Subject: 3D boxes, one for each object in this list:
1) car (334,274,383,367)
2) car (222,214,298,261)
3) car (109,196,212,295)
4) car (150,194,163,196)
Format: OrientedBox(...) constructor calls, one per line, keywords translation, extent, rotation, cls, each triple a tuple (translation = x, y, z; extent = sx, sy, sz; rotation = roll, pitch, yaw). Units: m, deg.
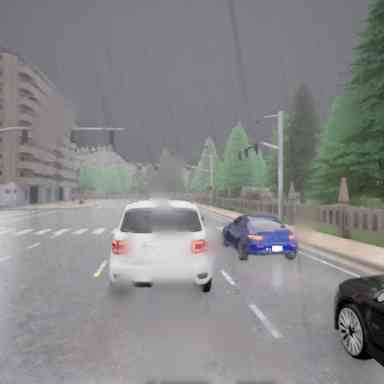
OrientedBox(translation=(3.123, 1.496, 3.105), extent=(2.128, 1.511, 4.902), rotation=(0, 0, -3), cls="car")
OrientedBox(translation=(2.350, 1.544, 12.333), extent=(1.812, 1.442, 4.674), rotation=(0, 0, -6), cls="car")
OrientedBox(translation=(-0.796, 1.236, 8.975), extent=(2.150, 2.045, 5.566), rotation=(0, 0, -5), cls="car")
OrientedBox(translation=(-4.692, 1.290, 44.201), extent=(2.150, 2.045, 5.566), rotation=(0, 0, -7), cls="car")
